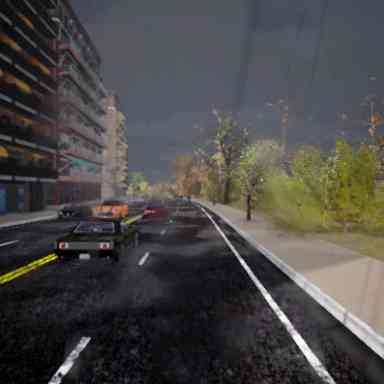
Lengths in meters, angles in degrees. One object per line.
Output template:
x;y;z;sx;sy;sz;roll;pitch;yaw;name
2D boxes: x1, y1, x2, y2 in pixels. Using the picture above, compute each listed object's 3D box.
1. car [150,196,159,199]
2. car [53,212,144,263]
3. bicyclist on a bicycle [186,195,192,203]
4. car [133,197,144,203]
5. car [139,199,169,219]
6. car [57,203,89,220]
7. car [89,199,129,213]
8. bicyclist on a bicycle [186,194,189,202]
-7.811;1.624;69.084;2.033;1.411;5.357;0;0;-3;car
-3.149;1.617;12.025;1.895;1.301;4.718;0;0;0;car
-0.422;1.546;69.420;0.582;1.620;1.656;0;0;-4;bicyclist on a bicycle
-11.051;1.681;68.829;1.895;1.301;4.718;0;0;-3;car
-3.165;1.606;29.295;1.994;1.385;4.181;0;0;0;car
-9.862;1.605;28.453;1.994;1.385;4.181;0;0;0;car
-6.610;1.391;27.553;2.097;1.767;4.553;0;0;0;car
-1.038;1.473;78.469;0.659;1.776;1.843;0;0;-4;bicyclist on a bicycle
